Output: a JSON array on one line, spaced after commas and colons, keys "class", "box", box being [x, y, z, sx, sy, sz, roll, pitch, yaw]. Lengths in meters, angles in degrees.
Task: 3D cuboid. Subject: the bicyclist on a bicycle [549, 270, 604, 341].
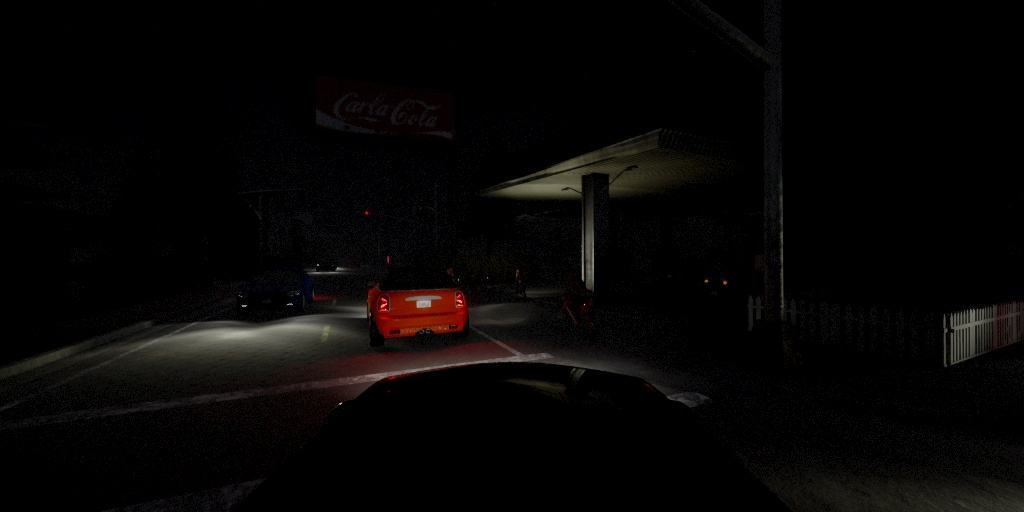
[{"class": "bicyclist on a bicycle", "box": [1.551, 1.188, 8.824, 0.582, 1.620, 1.656, 3, -2, -44]}]

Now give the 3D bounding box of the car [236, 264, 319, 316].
[{"class": "car", "box": [-8.723, 1.192, 13.559, 1.882, 1.535, 5.008, 1, -1, -24]}]

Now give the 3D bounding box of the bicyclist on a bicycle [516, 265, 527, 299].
[{"class": "bicyclist on a bicycle", "box": [0.464, 1.294, 18.014, 0.582, 1.620, 1.656, 0, 0, 15]}]

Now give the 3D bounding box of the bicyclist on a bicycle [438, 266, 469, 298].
[{"class": "bicyclist on a bicycle", "box": [-2.924, 1.267, 16.453, 1.656, 1.620, 0.582, 1, 0, 36]}]

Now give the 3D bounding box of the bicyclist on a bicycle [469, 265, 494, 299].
[{"class": "bicyclist on a bicycle", "box": [-1.642, 1.296, 17.860, 1.656, 1.620, 0.582, 1, 0, -22]}]

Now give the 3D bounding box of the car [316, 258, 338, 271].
[{"class": "car", "box": [-24.188, 1.106, 46.702, 2.097, 1.767, 4.553, 0, 0, -25]}]

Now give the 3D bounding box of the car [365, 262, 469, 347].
[{"class": "car", "box": [-2.672, 1.022, 9.438, 2.097, 1.767, 4.553, 0, 0, -23]}]
